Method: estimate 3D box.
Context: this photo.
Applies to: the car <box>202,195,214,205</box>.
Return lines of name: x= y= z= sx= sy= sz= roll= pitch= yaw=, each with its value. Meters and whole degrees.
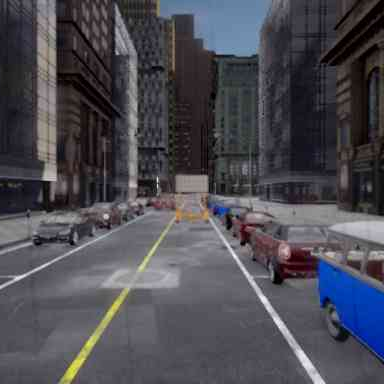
car: x=2.853 y=1.419 z=60.432 sx=1.967 sy=1.590 sz=4.097 roll=0 pitch=0 yaw=0

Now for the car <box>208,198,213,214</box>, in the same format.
car: x=2.852 y=1.537 z=32.188 sx=1.887 sy=1.381 sz=4.507 roll=0 pitch=0 yaw=0

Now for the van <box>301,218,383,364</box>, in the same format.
van: x=2.851 y=1.340 z=3.945 sx=1.690 sy=1.788 sz=3.998 roll=0 pitch=0 yaw=0

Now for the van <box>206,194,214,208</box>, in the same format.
van: x=2.851 y=1.333 z=37.836 sx=1.690 sy=1.788 sz=3.998 roll=0 pitch=0 yaw=0

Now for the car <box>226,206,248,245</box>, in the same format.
car: x=2.852 y=1.541 z=15.242 sx=1.887 sy=1.381 sz=4.507 roll=0 pitch=0 yaw=0

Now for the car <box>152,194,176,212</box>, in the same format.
car: x=-3.092 y=1.212 z=39.708 sx=2.150 sy=2.045 sz=5.566 roll=0 pitch=0 yaw=0

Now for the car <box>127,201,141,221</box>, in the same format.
car: x=-5.672 y=1.544 z=26.536 sx=2.008 sy=1.369 sz=4.403 roll=0 pitch=0 yaw=0

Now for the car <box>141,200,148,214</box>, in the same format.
car: x=-5.672 y=1.574 z=32.185 sx=1.802 sy=1.307 sz=4.206 roll=0 pitch=0 yaw=0

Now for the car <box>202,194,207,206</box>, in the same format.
car: x=2.852 y=1.305 z=43.485 sx=2.192 sy=1.841 sz=5.009 roll=0 pitch=0 yaw=0

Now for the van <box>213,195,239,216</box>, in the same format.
van: x=2.851 y=1.334 z=26.540 sx=1.690 sy=1.788 sz=3.998 roll=0 pitch=0 yaw=0

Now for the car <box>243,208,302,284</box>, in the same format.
car: x=2.852 y=1.437 z=9.594 sx=1.967 sy=1.590 sz=4.097 roll=0 pitch=0 yaw=0

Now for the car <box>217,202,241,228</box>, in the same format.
car: x=2.853 y=1.560 z=20.891 sx=1.947 sy=1.339 sz=4.313 roll=0 pitch=0 yaw=0

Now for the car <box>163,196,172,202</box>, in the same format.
car: x=-5.671 y=1.521 z=77.378 sx=1.947 sy=1.339 sz=4.313 roll=0 pitch=0 yaw=0

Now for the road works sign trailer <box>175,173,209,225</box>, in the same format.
road works sign trailer: x=0.002 y=0.458 z=23.782 sx=2.380 sy=3.560 sz=2.880 roll=0 pitch=0 yaw=0

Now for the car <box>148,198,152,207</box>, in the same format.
car: x=-5.672 y=1.532 z=49.132 sx=1.887 sy=1.381 sz=4.507 roll=0 pitch=0 yaw=0

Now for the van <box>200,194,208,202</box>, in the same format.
van: x=2.854 y=1.296 z=77.378 sx=1.690 sy=1.788 sz=3.998 roll=0 pitch=0 yaw=0

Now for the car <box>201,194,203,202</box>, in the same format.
car: x=2.852 y=1.299 z=54.783 sx=2.192 sy=1.841 sz=5.009 roll=0 pitch=0 yaw=0

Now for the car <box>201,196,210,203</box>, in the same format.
car: x=2.855 y=1.546 z=71.730 sx=1.802 sy=1.307 sz=4.206 roll=0 pitch=0 yaw=0

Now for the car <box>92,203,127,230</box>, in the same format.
car: x=-5.673 y=1.435 z=20.888 sx=1.967 sy=1.590 sz=4.097 roll=0 pitch=0 yaw=0

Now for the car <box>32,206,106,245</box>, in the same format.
car: x=-5.672 y=1.547 z=15.239 sx=2.008 sy=1.369 sz=4.403 roll=0 pitch=0 yaw=0
